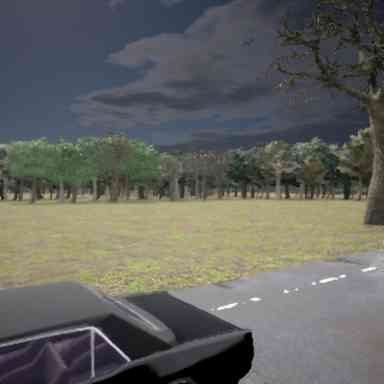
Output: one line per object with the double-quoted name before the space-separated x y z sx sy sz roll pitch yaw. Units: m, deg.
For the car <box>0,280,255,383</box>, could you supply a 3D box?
"car" -1.764 1.614 2.791 4.718 1.301 1.895 0 0 -35
